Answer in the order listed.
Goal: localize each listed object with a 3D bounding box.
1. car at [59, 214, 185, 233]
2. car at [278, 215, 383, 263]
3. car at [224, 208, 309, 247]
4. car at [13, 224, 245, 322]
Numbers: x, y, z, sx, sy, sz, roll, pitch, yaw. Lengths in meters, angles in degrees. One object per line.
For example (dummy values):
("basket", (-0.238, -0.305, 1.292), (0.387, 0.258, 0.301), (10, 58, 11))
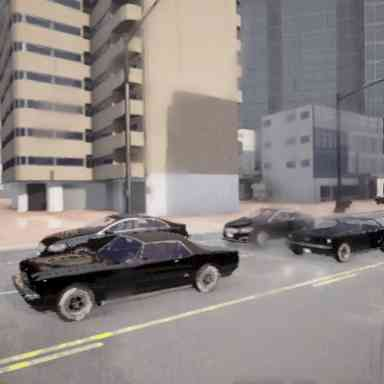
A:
("car", (-2.355, 1.501, 10.872), (4.902, 1.511, 2.128), (0, 0, -35))
("car", (5.555, 1.591, 12.134), (4.718, 1.301, 1.895), (0, 0, -36))
("car", (3.545, 1.482, 14.999), (4.902, 1.511, 2.128), (0, 0, -36))
("car", (-1.262, 1.609, 7.359), (4.718, 1.301, 1.895), (0, 0, -35))
